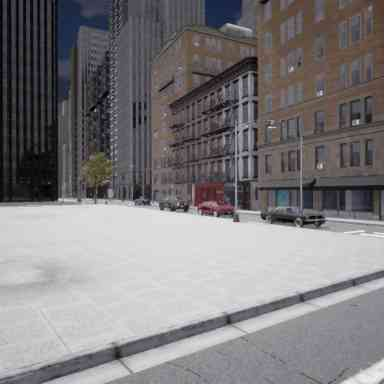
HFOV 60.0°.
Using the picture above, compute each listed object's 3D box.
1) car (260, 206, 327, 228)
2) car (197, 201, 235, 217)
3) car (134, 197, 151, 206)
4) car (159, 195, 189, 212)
[{"bbox_3d":[6.919,1.678,23.067,1.895,1.301,4.718,0,0,-26],"label":"car"},{"bbox_3d":[2.287,1.610,32.465,1.882,1.535,5.008,0,0,-26],"label":"car"},{"bbox_3d":[-9.333,1.669,62.168,2.097,1.767,4.553,0,0,-25],"label":"car"},{"bbox_3d":[-2.393,1.414,41.992,2.150,2.045,5.566,0,0,-27],"label":"car"}]
